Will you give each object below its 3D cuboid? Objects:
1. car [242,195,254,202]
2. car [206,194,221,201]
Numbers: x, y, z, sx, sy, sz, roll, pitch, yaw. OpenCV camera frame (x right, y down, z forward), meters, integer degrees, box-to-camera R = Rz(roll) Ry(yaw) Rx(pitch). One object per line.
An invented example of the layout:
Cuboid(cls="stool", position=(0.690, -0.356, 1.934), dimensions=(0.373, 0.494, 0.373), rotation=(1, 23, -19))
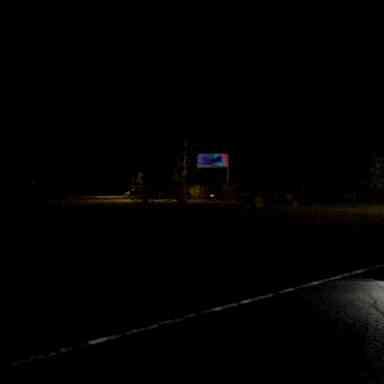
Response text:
Cuboid(cls="car", position=(10.425, 1.400, 68.072), dimensions=(2.033, 1.411, 5.357), rotation=(0, 0, -33))
Cuboid(cls="car", position=(5.031, 1.247, 76.117), dimensions=(2.128, 1.511, 4.902), rotation=(0, 0, -34))
